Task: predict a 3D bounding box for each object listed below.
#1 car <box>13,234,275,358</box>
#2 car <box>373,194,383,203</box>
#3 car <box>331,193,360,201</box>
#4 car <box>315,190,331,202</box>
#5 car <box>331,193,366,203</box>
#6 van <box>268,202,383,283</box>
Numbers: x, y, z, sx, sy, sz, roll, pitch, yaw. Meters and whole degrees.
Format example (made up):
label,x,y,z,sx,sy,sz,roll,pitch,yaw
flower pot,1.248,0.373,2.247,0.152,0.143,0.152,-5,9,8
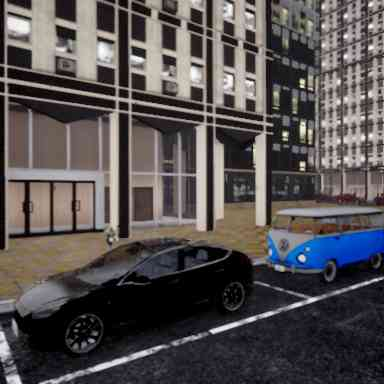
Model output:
label,x,y,z,sx,sy,sz,roll,pitch,yaw
car,-0.754,1.560,6.022,4.313,1.339,1.947,0,0,-36
car,26.648,0.977,44.535,1.967,1.590,4.097,1,0,-36
car,26.925,0.876,58.528,1.802,1.307,4.206,1,0,-36
car,20.156,0.638,53.595,2.192,1.841,5.009,1,0,-36
car,23.397,1.012,49.066,1.802,1.307,4.206,1,0,-36
van,3.844,1.323,9.302,3.998,1.788,1.690,0,0,-36
